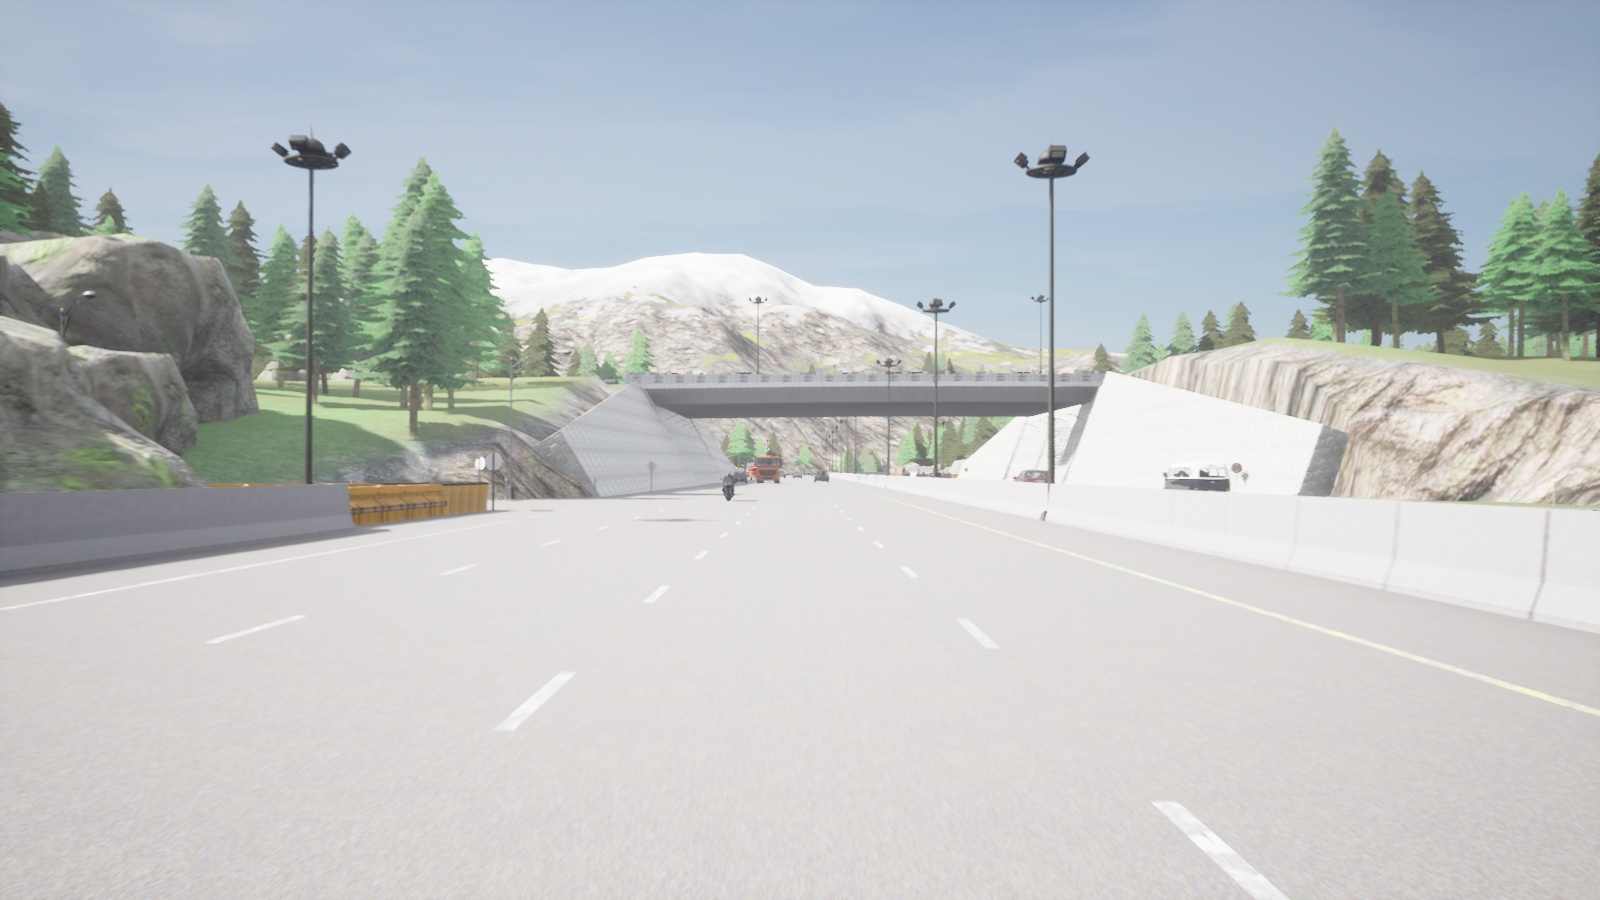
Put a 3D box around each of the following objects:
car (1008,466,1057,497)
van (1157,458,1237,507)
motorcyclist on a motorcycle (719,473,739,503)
[{"bbox_3d":[13.818,1.866,74.926,2.097,1.767,4.553,0,-1,0],"label":"car"},{"bbox_3d":[17.365,1.389,55.133,2.069,2.038,4.480,0,-1,0],"label":"van"},{"bbox_3d":[-3.657,1.944,64.829,0.866,1.530,2.191,0,-1,0],"label":"motorcyclist on a motorcycle"}]
